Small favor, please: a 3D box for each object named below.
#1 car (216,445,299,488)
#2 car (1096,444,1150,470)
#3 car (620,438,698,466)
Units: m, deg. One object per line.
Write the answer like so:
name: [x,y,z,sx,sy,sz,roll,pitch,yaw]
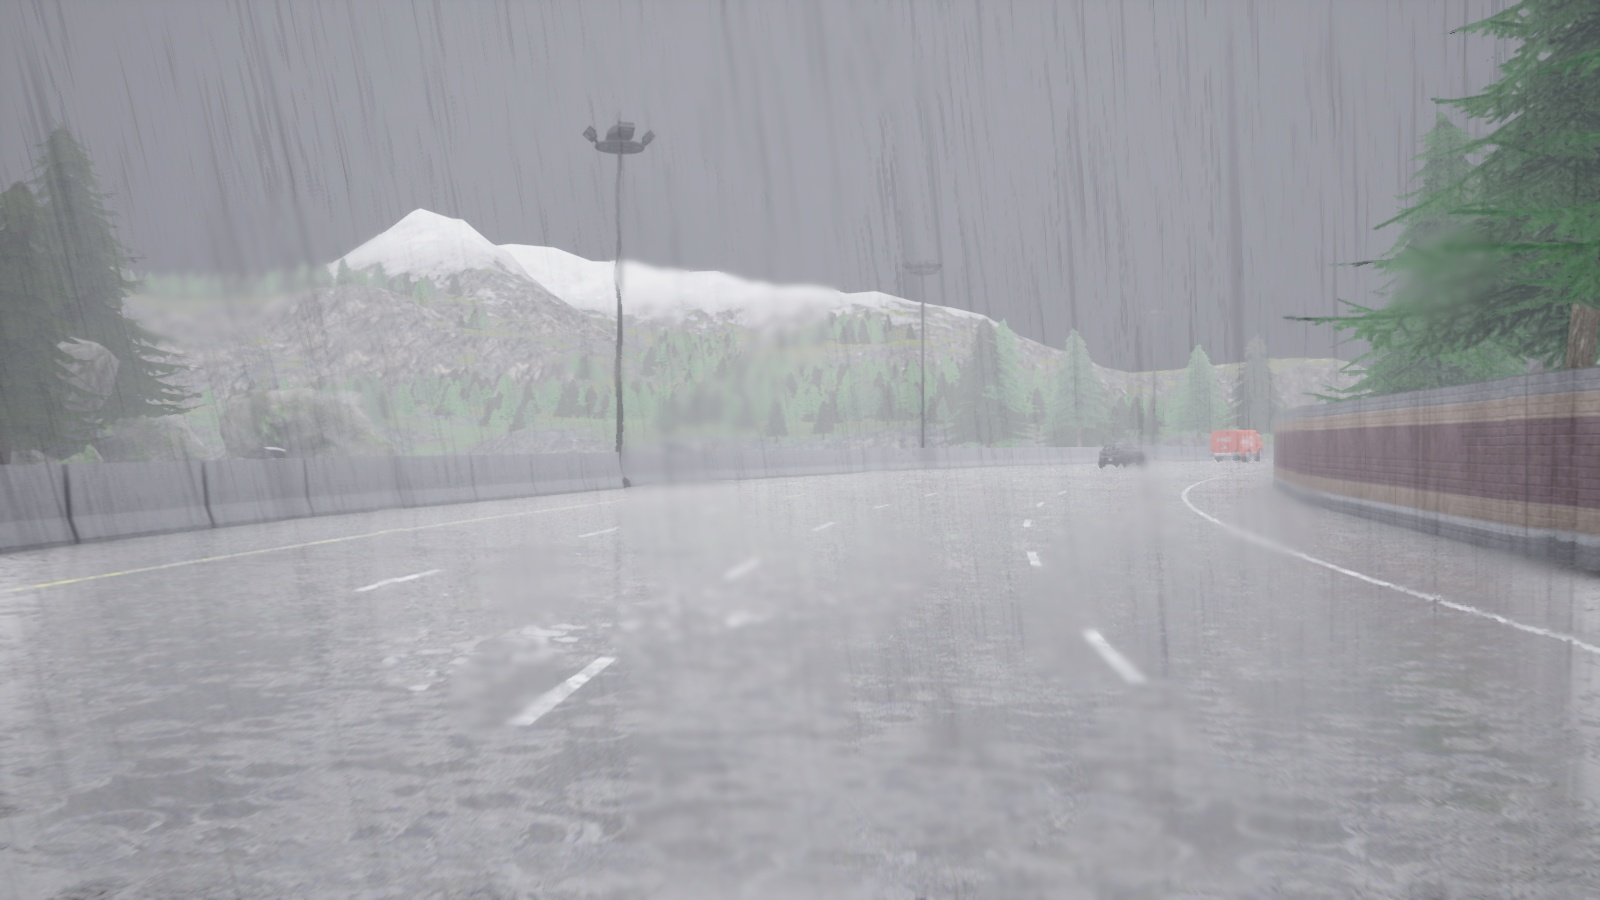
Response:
car: [-18.176,0.543,42.132,1.481,1.376,2.207,0,0,16]
car: [18.846,0.369,73.101,1.816,1.474,4.193,0,0,33]
car: [-8.411,0.091,75.149,2.152,1.651,5.027,0,0,29]
